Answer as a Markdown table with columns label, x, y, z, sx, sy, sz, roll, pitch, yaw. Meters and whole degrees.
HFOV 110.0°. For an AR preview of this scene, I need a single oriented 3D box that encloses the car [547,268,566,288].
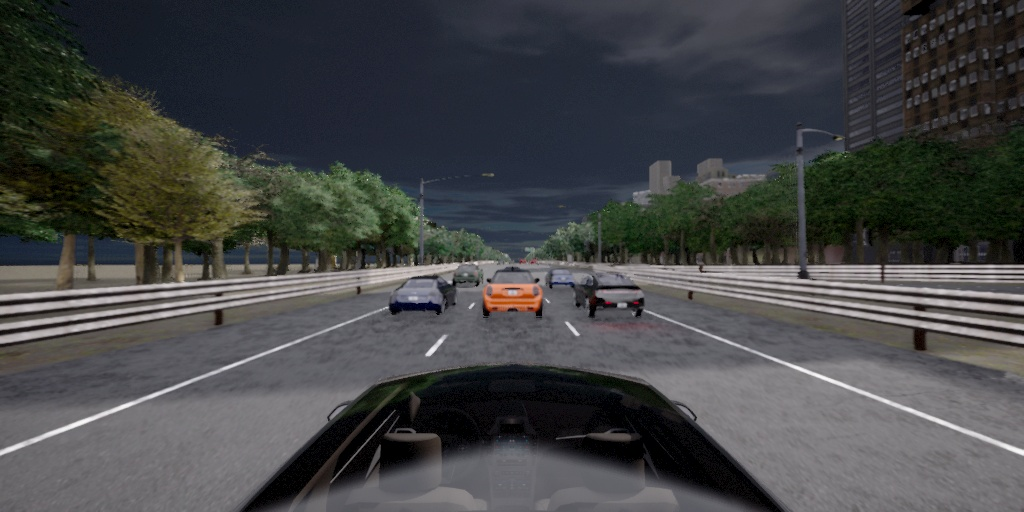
| label | x | y | z | sx | sy | sz | roll | pitch | yaw |
| --- | --- | --- | --- | --- | --- | --- | --- | --- | --- |
| car | 3.518 | 1.617 | 26.912 | 2.033 | 1.411 | 5.357 | 0 | -1 | 0 |

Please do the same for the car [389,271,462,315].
| label | x | y | z | sx | sy | sz | roll | pitch | yaw |
| --- | --- | --- | --- | --- | --- | --- | --- | --- | --- |
| car | -3.454 | 1.483 | 14.608 | 1.994 | 1.385 | 4.181 | 0 | -1 | 0 |

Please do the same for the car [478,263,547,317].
| label | x | y | z | sx | sy | sz | roll | pitch | yaw |
| --- | --- | --- | --- | --- | --- | --- | --- | --- | --- |
| car | 0.040 | 1.262 | 14.039 | 2.097 | 1.767 | 4.553 | 0 | -1 | 0 |

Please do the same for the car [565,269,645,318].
| label | x | y | z | sx | sy | sz | roll | pitch | yaw |
| --- | --- | --- | --- | --- | --- | --- | --- | --- | --- |
| car | 3.533 | 1.397 | 13.817 | 2.128 | 1.511 | 4.902 | 0 | -1 | 1 |

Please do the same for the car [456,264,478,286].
| label | x | y | z | sx | sy | sz | roll | pitch | yaw |
| --- | --- | --- | --- | --- | --- | --- | --- | --- | --- |
| car | -3.464 | 1.444 | 29.034 | 2.097 | 1.767 | 4.553 | 0 | -1 | 1 |
